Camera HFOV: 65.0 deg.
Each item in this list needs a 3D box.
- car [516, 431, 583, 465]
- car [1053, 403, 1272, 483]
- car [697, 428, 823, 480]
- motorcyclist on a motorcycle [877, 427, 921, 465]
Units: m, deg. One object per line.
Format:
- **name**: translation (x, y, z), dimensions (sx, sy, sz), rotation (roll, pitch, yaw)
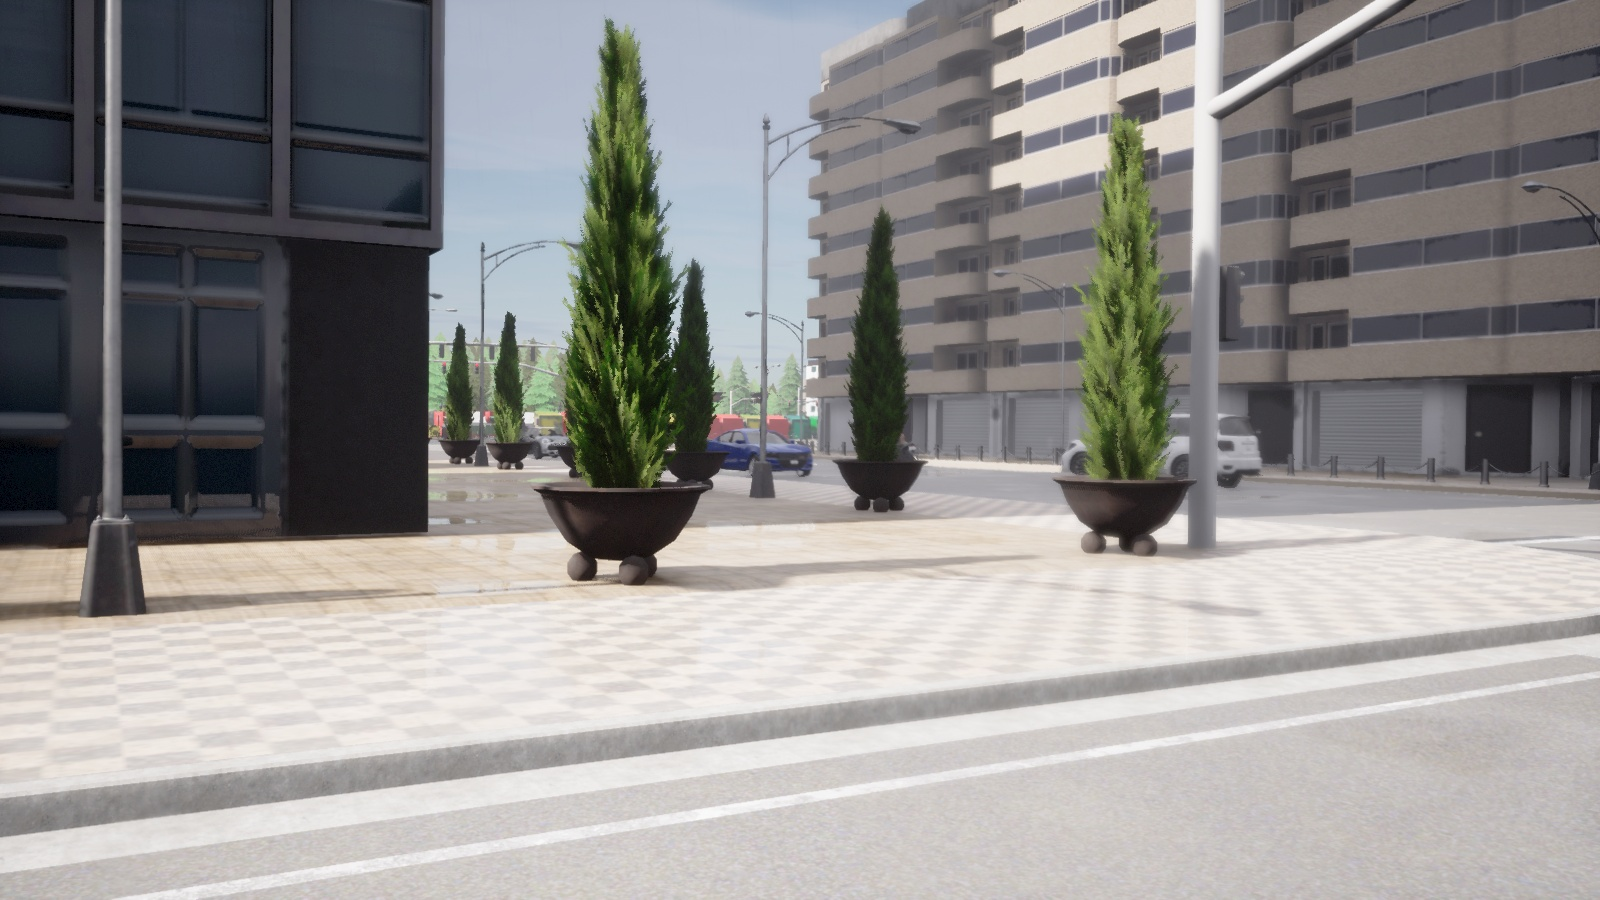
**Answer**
- **car**: translation (-11.717, -0.119, 58.550), dimensions (1.970, 1.475, 3.806), rotation (-1, 1, -29)
- **car**: translation (9.984, -0.215, 34.959), dimensions (2.150, 2.045, 5.566), rotation (-2, 1, -41)
- **car**: translation (-1.362, 0.083, 40.024), dimensions (1.882, 1.535, 5.008), rotation (-1, 1, -29)
- **motorcyclist on a motorcycle**: translation (4.082, -0.162, 51.804), dimensions (0.797, 1.523, 2.044), rotation (-1, 1, -29)
